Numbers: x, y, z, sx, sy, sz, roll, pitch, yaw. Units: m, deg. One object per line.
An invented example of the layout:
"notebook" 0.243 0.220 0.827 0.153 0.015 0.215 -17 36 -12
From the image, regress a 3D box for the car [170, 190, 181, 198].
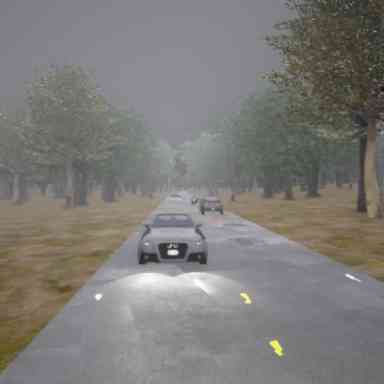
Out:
"car" -3.566 0.408 71.225 2.097 1.767 4.553 0 1 -3

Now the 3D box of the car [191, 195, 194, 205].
"car" 0.804 1.006 43.884 1.895 1.301 4.718 0 1 -2

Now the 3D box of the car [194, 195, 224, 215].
"car" 1.577 1.099 28.816 2.128 1.511 4.902 0 1 -2

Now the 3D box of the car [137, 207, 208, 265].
"car" -0.624 1.406 10.918 1.994 1.385 4.181 0 1 -3
